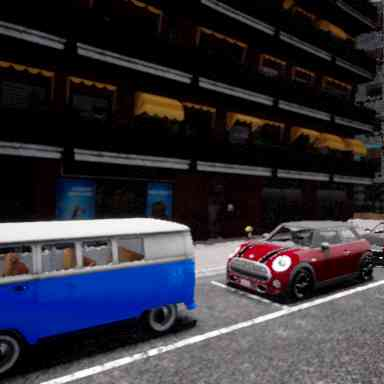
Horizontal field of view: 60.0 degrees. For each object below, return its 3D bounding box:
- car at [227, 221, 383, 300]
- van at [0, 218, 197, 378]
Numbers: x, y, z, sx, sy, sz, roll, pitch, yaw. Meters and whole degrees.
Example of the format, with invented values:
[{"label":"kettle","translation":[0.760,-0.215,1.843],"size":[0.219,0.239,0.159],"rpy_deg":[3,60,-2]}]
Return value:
[{"label":"car","translation":[2.820,1.508,8.511],"size":[4.097,1.590,1.967],"rpy_deg":[1,1,-35]},{"label":"van","translation":[-1.816,1.355,5.203],"size":[3.998,1.788,1.690],"rpy_deg":[1,1,-35]}]
